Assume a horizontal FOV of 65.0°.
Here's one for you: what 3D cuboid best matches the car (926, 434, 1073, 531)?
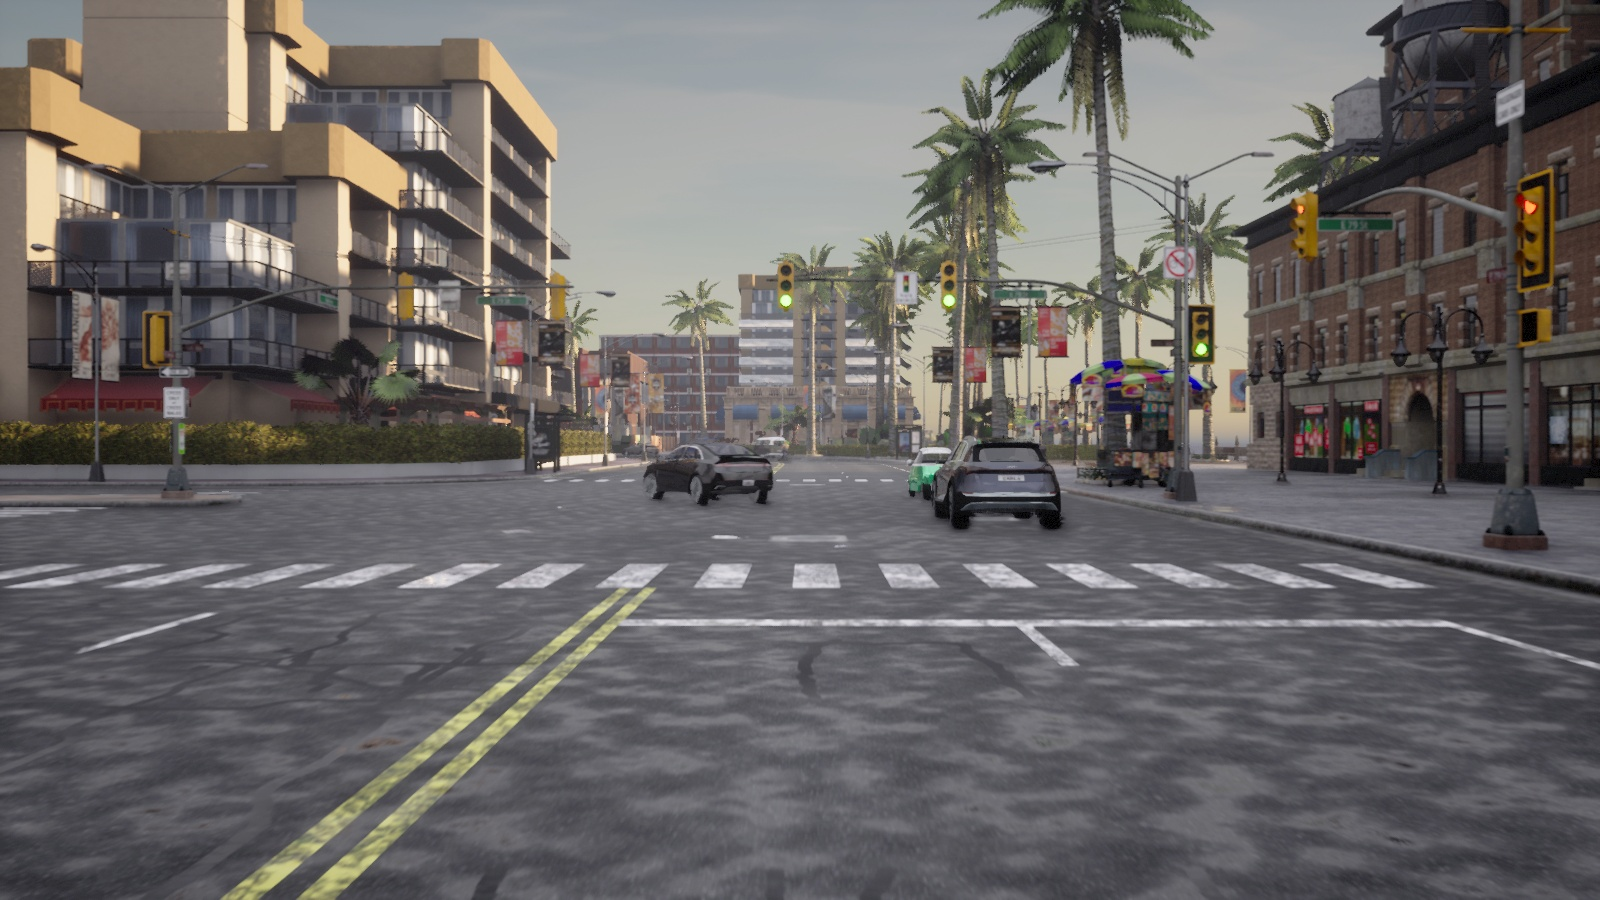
[{"bbox_3d":[3.647,0.545,23.837,2.033,1.649,4.856,0,0,0],"label":"car"}]

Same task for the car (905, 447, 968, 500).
[{"bbox_3d":[3.705,0.611,34.263,1.481,1.376,2.207,0,1,0],"label":"car"}]

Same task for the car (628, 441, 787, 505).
[{"bbox_3d":[-2.461,0.520,32.029,2.128,1.511,4.902,0,0,-30],"label":"car"}]
